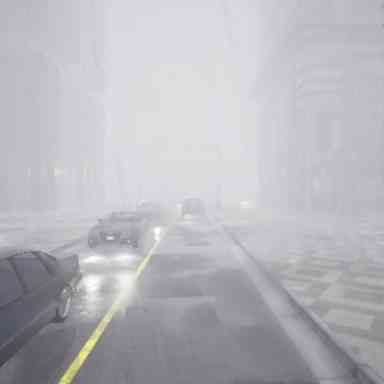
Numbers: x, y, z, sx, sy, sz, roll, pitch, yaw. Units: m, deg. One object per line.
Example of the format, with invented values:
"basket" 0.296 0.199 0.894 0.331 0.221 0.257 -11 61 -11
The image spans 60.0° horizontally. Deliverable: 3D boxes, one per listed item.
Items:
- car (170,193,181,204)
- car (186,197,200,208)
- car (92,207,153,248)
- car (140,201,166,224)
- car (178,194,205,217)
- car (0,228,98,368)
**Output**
"car" -3.007 1.182 63.519 2.150 2.045 5.566 0 0 0
"car" 0.099 1.533 48.589 1.994 1.385 4.181 0 0 0
"car" -3.088 1.553 14.589 1.994 1.385 4.181 0 0 0
"car" -3.047 1.460 25.084 1.882 1.535 5.008 0 0 1
"car" 0.088 1.330 30.639 2.097 1.767 4.553 0 0 1
"car" -3.095 1.544 4.460 2.033 1.411 5.357 0 0 0
